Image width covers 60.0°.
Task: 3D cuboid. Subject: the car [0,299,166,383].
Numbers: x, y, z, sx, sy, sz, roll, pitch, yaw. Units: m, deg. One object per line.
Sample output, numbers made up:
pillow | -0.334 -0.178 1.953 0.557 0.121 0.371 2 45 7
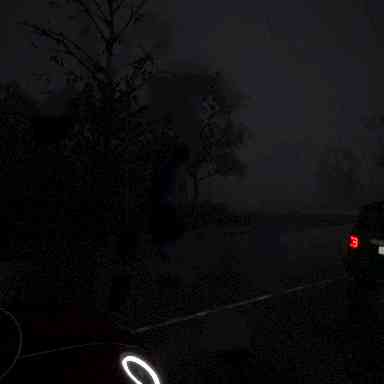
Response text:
car | -2.354 1.352 2.029 4.553 1.767 2.097 0 0 -36

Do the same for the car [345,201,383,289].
car | 5.919 1.221 7.882 5.566 2.045 2.150 0 0 -35
